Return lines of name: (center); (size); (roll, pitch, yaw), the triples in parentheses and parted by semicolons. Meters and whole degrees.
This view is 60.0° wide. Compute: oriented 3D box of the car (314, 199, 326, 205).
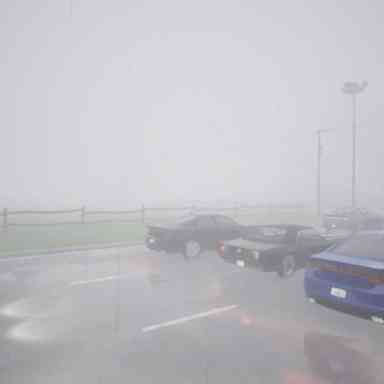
car: (17.705, 1.830, 51.458); (1.812, 1.442, 4.674); (0, 0, -36)

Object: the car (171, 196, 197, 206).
car: (-1.836, 1.582, 60.399); (2.097, 1.767, 4.553); (0, 0, -36)

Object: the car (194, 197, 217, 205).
car: (2.651, 1.756, 66.187); (1.882, 1.535, 5.008); (0, 0, -36)

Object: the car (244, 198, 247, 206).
car: (8.974, 1.784, 57.460); (1.837, 1.490, 4.892); (0, 0, -36)

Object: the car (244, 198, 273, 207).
car: (11.804, 1.795, 59.534); (2.128, 1.511, 4.902); (0, 0, -36)

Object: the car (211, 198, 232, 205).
car: (5.954, 1.866, 67.643); (1.994, 1.385, 4.181); (0, 0, -36)

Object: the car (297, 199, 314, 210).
car: (14.937, 1.771, 49.297); (2.128, 1.511, 4.902); (0, 0, -36)

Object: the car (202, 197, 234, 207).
car: (4.068, 1.795, 52.299); (1.994, 1.385, 4.181); (0, 0, -36)

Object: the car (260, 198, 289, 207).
car: (15.081, 1.819, 60.995); (2.128, 1.511, 4.902); (0, 0, -36)

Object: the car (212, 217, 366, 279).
car: (3.130, 1.659, 10.286); (4.718, 1.301, 1.895); (0, 0, -35)

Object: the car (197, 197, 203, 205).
car: (-0.176, 1.855, 64.102); (1.895, 1.301, 4.718); (0, 0, -36)

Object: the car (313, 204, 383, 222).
car: (9.546, 1.622, 19.238); (4.902, 1.511, 2.128); (0, 0, -36)

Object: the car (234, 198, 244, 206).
car: (5.889, 1.760, 55.746); (1.837, 1.490, 4.892); (0, 0, -36)

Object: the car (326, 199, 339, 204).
car: (20.971, 1.833, 52.909); (1.837, 1.490, 4.892); (0, 0, -36)

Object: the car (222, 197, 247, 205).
car: (8.908, 1.866, 69.551); (2.033, 1.411, 5.357); (0, 0, -36)

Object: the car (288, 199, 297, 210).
car: (11.990, 1.856, 47.394); (1.895, 1.301, 4.718); (0, 0, -36)

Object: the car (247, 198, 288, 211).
car: (9.967, 1.757, 44.238); (1.812, 1.442, 4.674); (0, 0, -36)

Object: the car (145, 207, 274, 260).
car: (0.643, 1.532, 12.812); (5.008, 1.535, 1.882); (0, 0, -36)

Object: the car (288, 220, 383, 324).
car: (4.425, 1.529, 6.909); (5.008, 1.535, 1.882); (1, 0, -36)
